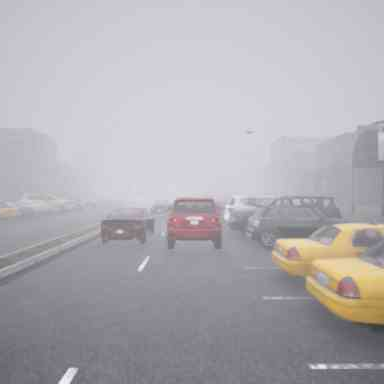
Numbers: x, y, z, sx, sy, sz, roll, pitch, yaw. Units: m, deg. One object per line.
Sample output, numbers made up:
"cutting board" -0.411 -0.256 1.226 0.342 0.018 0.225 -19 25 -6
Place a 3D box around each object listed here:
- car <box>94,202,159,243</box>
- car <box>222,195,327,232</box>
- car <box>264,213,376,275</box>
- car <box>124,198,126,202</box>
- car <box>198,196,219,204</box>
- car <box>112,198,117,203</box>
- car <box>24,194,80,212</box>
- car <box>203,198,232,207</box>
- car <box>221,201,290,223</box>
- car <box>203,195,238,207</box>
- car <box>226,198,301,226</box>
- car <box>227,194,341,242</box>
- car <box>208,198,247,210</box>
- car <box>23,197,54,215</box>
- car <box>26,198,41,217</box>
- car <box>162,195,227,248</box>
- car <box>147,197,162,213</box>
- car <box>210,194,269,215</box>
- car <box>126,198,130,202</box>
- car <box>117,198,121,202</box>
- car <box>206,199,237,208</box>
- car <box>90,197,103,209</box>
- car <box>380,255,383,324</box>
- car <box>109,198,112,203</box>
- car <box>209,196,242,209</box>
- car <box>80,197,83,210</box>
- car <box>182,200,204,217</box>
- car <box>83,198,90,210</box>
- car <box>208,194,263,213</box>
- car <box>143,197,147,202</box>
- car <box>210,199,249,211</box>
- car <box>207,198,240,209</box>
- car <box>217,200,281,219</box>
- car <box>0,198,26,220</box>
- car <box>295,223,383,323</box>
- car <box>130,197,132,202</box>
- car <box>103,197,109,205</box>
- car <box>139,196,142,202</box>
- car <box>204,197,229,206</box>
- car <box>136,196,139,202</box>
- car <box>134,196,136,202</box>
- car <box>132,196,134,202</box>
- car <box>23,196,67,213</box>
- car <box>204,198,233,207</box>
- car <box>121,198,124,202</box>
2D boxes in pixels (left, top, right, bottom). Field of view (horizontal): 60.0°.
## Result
"car" -2.908 1.452 15.900 1.882 1.535 5.008 0 0 0
"car" 4.668 1.193 19.563 5.566 2.045 2.435 0 0 0
"car" 4.825 1.468 8.532 5.366 1.575 1.946 0 0 0
"car" -15.779 1.957 64.160 4.792 1.488 2.163 0 -1 0
"car" 4.587 2.213 91.232 5.566 2.045 2.435 0 -1 0
"car" -15.736 1.810 55.825 4.792 1.488 2.163 0 -1 0
"car" -15.774 1.229 36.385 5.566 2.045 2.435 0 0 0
"car" 4.633 1.864 60.900 5.008 1.535 2.097 0 -1 0
"car" 4.668 1.466 25.076 4.792 1.488 2.163 0 0 0
"car" 4.667 1.520 55.391 5.566 2.045 2.435 0 -1 0
"car" 4.671 1.312 22.318 4.553 1.767 2.185 0 0 0
"car" 4.611 1.200 16.805 5.566 2.045 2.435 0 0 0
"car" 4.634 1.593 44.358 5.008 1.535 2.097 0 -1 0
"car" -15.810 1.478 30.830 4.674 1.452 2.002 0 0 0
"car" -15.820 1.468 28.172 4.674 1.452 2.002 0 0 0
"car" 0.093 1.199 14.823 2.150 2.045 5.566 0 0 0
"car" -2.906 1.502 32.031 1.812 1.442 4.674 0 0 0
"car" 4.611 1.212 33.340 5.566 2.045 2.435 0 -1 0
"car" -15.739 1.981 67.065 5.008 1.535 2.097 0 -1 0
"car" -15.766 1.828 58.603 5.008 1.535 2.097 0 -1 0
"car" 4.636 1.766 52.629 4.674 1.452 2.002 0 -1 0
"car" -15.787 1.643 47.614 4.892 1.521 2.231 0 -1 0
"car" 4.637 1.519 3.016 4.674 1.452 2.002 0 0 0
"car" -15.743 1.607 53.057 4.553 1.767 2.185 0 -1 0
"car" 4.670 1.512 47.118 4.553 1.767 2.185 0 -1 0
"car" -15.795 1.552 39.156 4.674 1.452 2.002 0 -1 0
"car" 0.092 1.537 31.486 1.994 1.385 4.181 0 0 0
"car" -15.760 1.425 41.936 4.553 1.767 2.185 0 -1 0
"car" 4.611 1.237 36.097 5.566 2.045 2.435 0 -1 0
"car" -15.731 2.170 89.297 5.566 2.045 2.435 0 -1 0
"car" 4.636 1.594 41.603 4.674 1.452 2.002 0 -1 0
"car" 4.668 1.711 49.872 4.792 1.488 2.163 0 -1 0
"car" 4.634 1.437 27.828 5.008 1.535 2.097 0 0 0
"car" -16.008 1.423 25.402 5.366 1.575 1.946 0 0 0
"car" 4.825 1.473 5.773 5.366 1.575 1.946 0 0 0
"car" -15.745 2.034 69.844 4.892 1.521 2.231 0 -1 0
"car" -15.961 1.685 50.394 5.366 1.575 1.946 0 -1 0
"car" -15.710 2.343 83.609 4.674 1.452 2.002 0 -1 0
"car" 4.607 1.787 63.659 4.553 1.767 2.185 0 -1 0
"car" -15.730 2.193 78.055 4.892 1.521 2.231 0 -1 0
"car" -15.758 2.166 75.275 4.792 1.488 2.163 0 -1 0
"car" -15.731 2.123 72.496 4.674 1.452 2.002 0 -1 0
"car" -15.993 1.453 33.604 5.366 1.575 1.946 0 0 0
"car" 4.609 1.846 58.144 4.792 1.488 2.163 0 -1 0
"car" -15.749 1.879 61.383 4.892 1.521 2.231 0 -1 0
